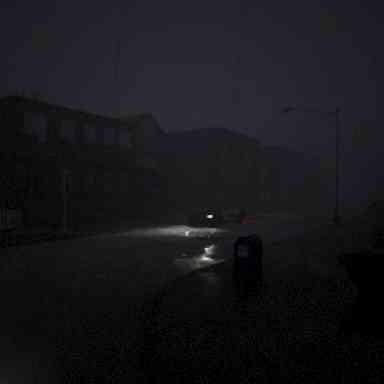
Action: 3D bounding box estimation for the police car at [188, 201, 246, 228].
[{"bbox_3d":[1.638,1.397,21.675,2.038,1.542,4.974,1,0,35],"label":"police car"}]
